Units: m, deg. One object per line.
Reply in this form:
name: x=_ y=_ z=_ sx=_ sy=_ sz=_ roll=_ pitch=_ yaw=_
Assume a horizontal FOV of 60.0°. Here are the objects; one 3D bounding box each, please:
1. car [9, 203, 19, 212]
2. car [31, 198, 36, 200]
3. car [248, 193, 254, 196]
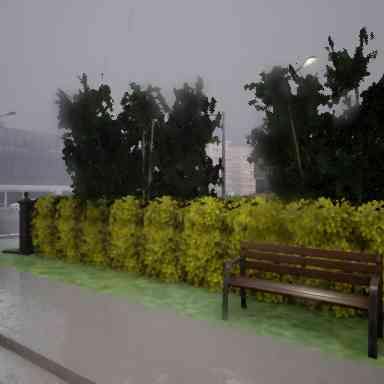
car: x=-18.543 y=1.477 z=38.297 sx=1.812 sy=1.442 sz=4.674 roll=0 pitch=0 yaw=33
car: x=-15.821 y=1.515 z=36.061 sx=1.994 sy=1.385 sz=4.181 roll=0 pitch=0 yaw=35
car: x=10.417 y=0.857 z=54.803 sx=1.882 sy=1.535 sz=5.008 roll=0 pitch=2 yaw=35
